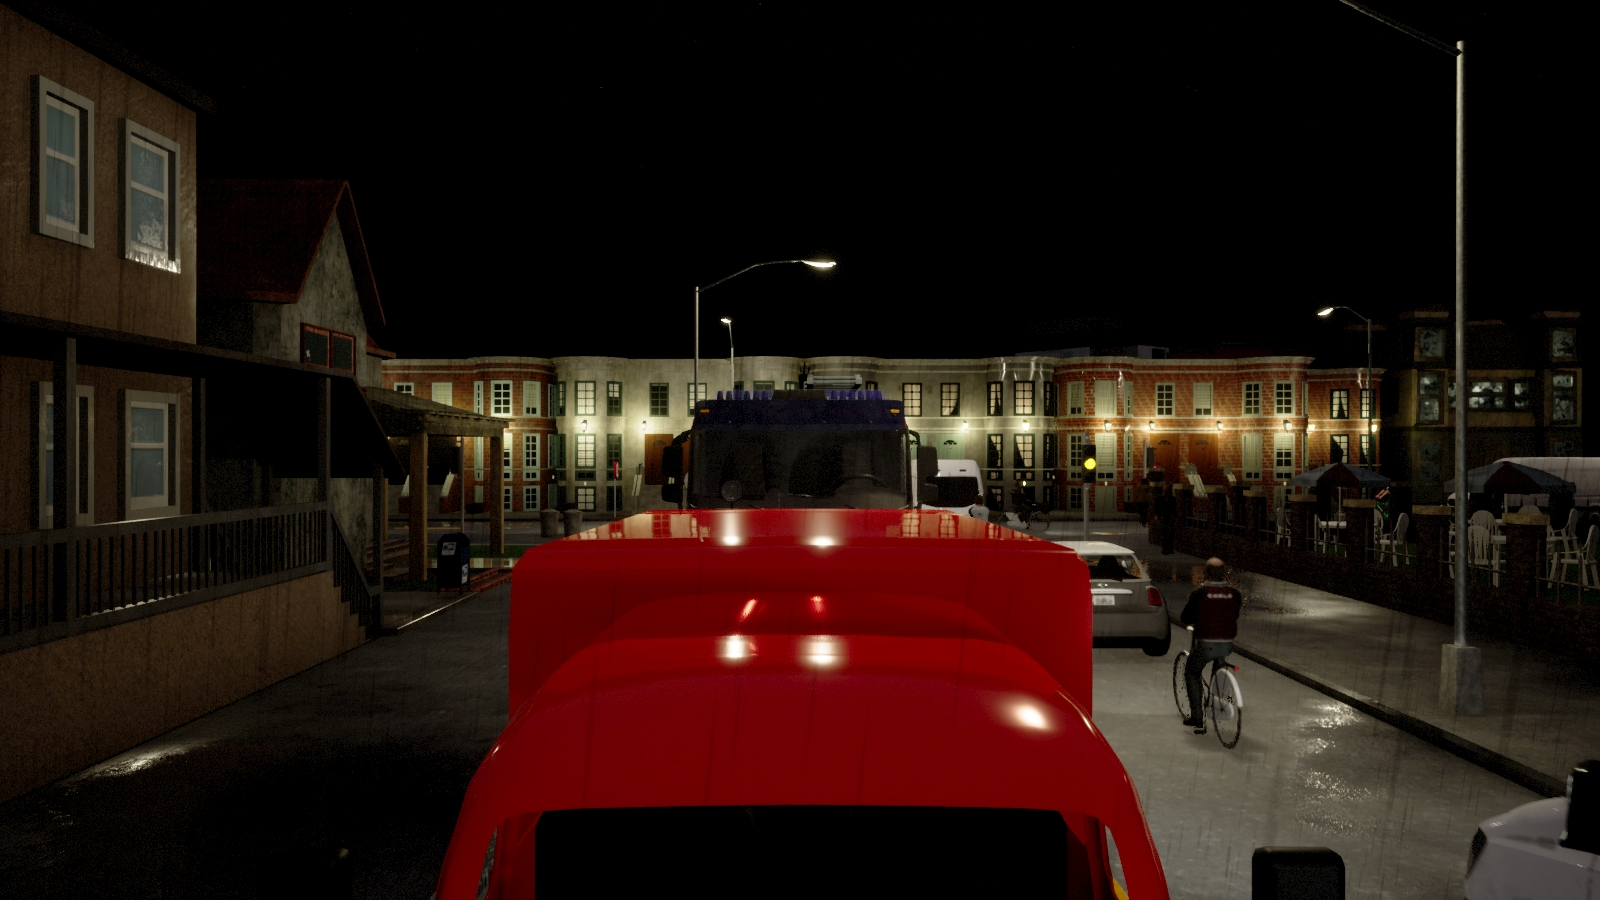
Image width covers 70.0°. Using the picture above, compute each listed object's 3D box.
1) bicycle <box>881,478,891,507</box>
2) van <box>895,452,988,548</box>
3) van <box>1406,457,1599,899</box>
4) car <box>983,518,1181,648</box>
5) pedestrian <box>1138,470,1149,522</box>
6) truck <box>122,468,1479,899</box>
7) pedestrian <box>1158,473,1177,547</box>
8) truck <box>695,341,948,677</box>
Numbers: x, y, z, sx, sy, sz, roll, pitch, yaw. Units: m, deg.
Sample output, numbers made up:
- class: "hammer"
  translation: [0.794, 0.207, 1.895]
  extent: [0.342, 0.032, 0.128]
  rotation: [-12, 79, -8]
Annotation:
- class: "bicycle"
  translation: [4.005, 1.963, 53.050]
  extent: [0.329, 1.271, 1.835]
  rotation: [0, 0, 0]
- class: "van"
  translation: [4.009, 1.329, 33.260]
  extent: [1.988, 2.561, 5.915]
  rotation: [0, 0, 0]
- class: "van"
  translation: [4.009, 1.316, 2.723]
  extent: [1.988, 2.561, 5.915]
  rotation: [0, 0, 0]
- class: "car"
  translation: [3.996, 1.852, 16.834]
  extent: [1.970, 1.475, 3.806]
  rotation: [0, 0, 0]
- class: "pedestrian"
  translation: [12.401, 1.646, 41.230]
  extent: [0.375, 1.860, 0.375]
  rotation: [0, 0, 15]
- class: "truck"
  translation: [-0.002, 1.351, 4.813]
  extent: [2.627, 2.467, 5.204]
  rotation: [0, 0, 0]
- class: "pedestrian"
  translation: [9.344, 1.530, 29.051]
  extent: [0.375, 1.860, 0.375]
  rotation: [0, 0, 1]
- class: "truck"
  translation: [0.275, 0.678, 17.256]
  extent: [2.891, 3.827, 8.468]
  rotation: [0, 0, 0]
